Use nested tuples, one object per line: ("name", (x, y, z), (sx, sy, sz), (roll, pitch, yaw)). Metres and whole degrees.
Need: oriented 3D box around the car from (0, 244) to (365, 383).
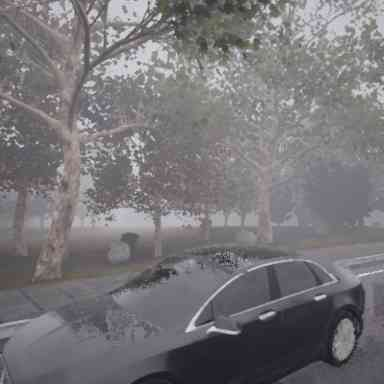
("car", (0.326, 1.513, 4.245), (4.892, 1.490, 1.837), (1, 0, -36))
